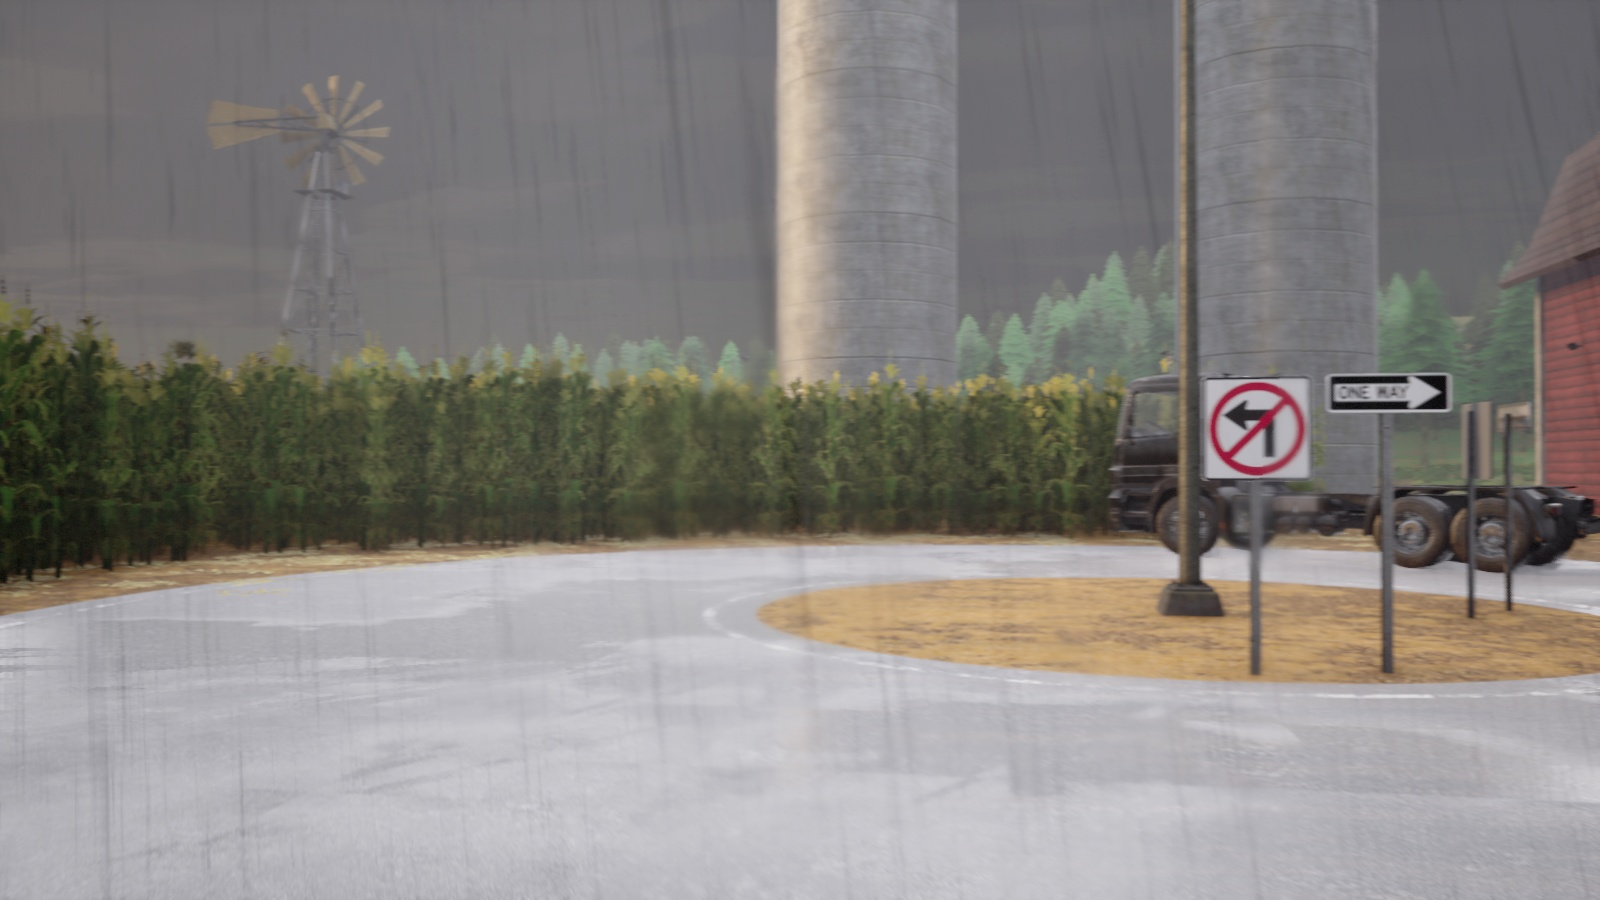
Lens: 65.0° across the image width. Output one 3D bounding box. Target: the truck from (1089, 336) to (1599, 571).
[{"bbox_3d":[9.395,0.127,22.238,7.936,3.462,2.891,-1,-2,44],"label":"truck"}]
